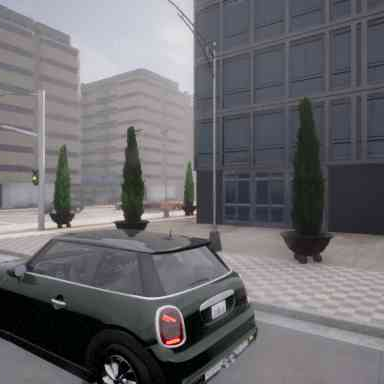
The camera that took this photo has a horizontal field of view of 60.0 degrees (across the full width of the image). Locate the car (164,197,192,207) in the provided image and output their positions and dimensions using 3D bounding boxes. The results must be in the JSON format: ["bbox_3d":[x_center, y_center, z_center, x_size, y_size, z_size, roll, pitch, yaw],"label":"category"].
[{"bbox_3d":[-2.196,1.560,52.707,1.837,1.490,4.892,0,0,35],"label":"car"}]

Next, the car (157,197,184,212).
[{"bbox_3d":[-1.725,1.409,40.922,2.097,1.767,4.553,0,0,35],"label":"car"}]

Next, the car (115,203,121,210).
[{"bbox_3d":[-8.145,1.581,44.288,1.812,1.442,4.674,0,0,35],"label":"car"}]

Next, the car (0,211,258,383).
[{"bbox_3d":[-1.424,1.352,5.009,4.553,1.767,2.097,0,0,35],"label":"car"}]

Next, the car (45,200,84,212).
[{"bbox_3d":[-14.041,1.560,35.949,1.837,1.490,4.892,0,0,35],"label":"car"}]

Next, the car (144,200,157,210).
[{"bbox_3d":[-4.648,1.656,42.835,1.895,1.301,4.718,0,0,35],"label":"car"}]
